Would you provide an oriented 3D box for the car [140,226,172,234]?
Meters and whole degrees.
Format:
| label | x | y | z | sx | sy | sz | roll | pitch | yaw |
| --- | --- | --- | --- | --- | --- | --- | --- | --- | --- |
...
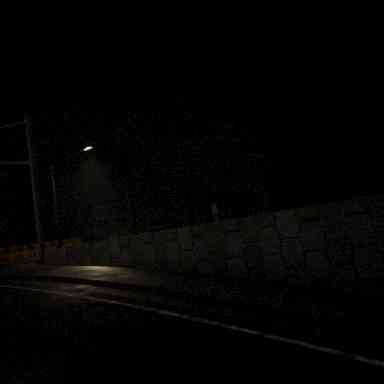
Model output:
| label | x | y | z | sx | sy | sz | roll | pitch | yaw |
| --- | --- | --- | --- | --- | --- | --- | --- | --- | --- |
| car | -3.562 | 4.463 | 36.314 | 2.128 | 1.511 | 4.902 | -13 | -8 | 35 |

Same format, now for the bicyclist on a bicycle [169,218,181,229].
| label | x | y | z | sx | sy | sz | roll | pitch | yaw |
| --- | --- | --- | --- | --- | --- | --- | --- | --- | --- |
| bicyclist on a bicycle | -1.355 | 2.914 | 27.282 | 1.656 | 1.620 | 0.582 | -14 | -8 | 35 |
